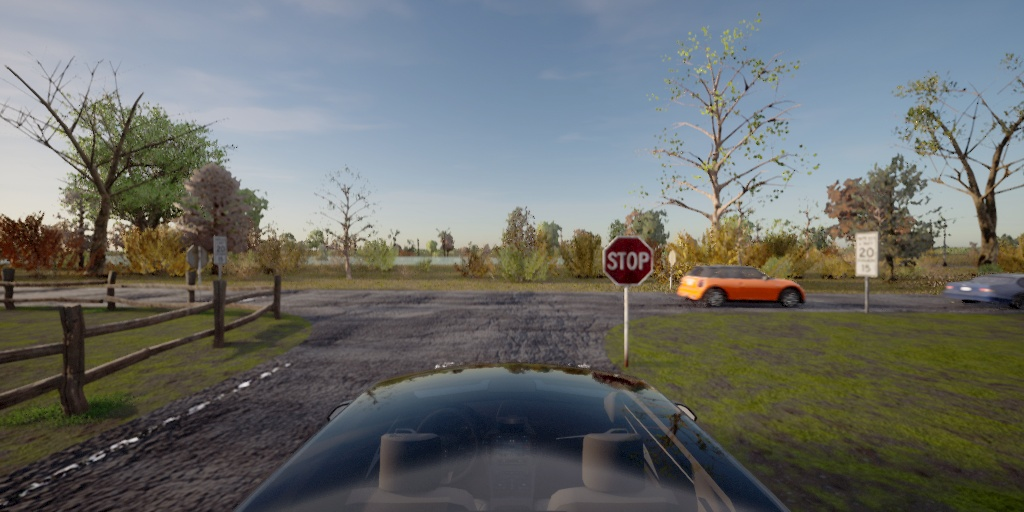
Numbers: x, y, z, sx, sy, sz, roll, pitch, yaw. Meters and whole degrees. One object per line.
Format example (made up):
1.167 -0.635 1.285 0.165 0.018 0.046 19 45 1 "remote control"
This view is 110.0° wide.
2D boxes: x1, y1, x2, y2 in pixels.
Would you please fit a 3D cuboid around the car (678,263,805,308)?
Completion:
9.725 1.185 15.325 4.553 1.767 2.097 0 0 0 "car"

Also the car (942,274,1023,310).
21.870 1.467 15.297 5.357 1.411 2.033 0 0 0 "car"
